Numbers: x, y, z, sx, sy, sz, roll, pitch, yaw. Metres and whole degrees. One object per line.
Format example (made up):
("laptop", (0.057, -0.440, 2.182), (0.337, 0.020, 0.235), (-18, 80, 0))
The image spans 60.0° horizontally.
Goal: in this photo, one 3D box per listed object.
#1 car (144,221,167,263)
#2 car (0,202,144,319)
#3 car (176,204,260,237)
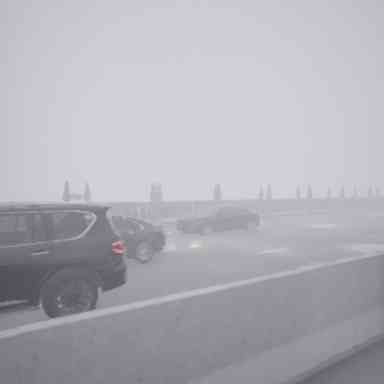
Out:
("car", (-3.136, 1.493, 10.350), (4.892, 1.490, 1.837), (0, 0, -35))
("car", (-3.844, 1.222, 5.550), (5.566, 2.045, 2.150), (0, 0, -35))
("car", (1.490, 1.436, 17.933), (5.008, 1.535, 1.882), (0, 0, -35))
